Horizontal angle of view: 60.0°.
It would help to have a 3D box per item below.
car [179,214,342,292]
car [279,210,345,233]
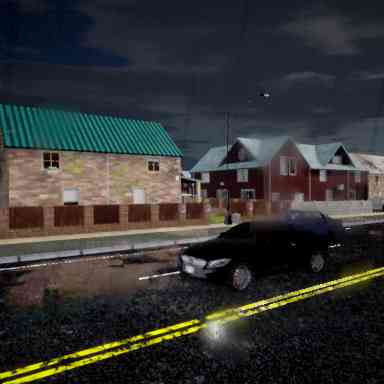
[{"bbox_3d":[1.846,1.526,9.038,4.674,1.442,1.812,0,0,-36],"label":"car"},{"bbox_3d":[4.826,1.550,15.169,5.357,1.411,2.033,0,0,-36],"label":"car"}]
